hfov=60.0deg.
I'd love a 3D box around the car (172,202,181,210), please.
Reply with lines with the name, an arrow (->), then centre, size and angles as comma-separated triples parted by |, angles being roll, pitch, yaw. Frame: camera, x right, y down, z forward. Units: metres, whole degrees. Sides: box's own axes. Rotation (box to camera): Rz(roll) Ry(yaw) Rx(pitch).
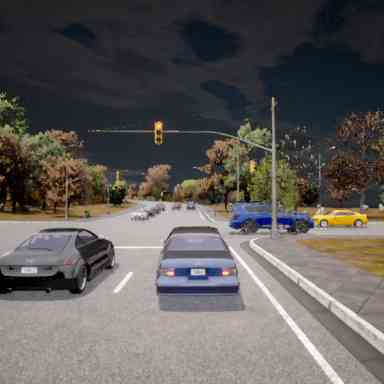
car -> -3.702, 3.482, 78.287 | 1.812, 1.442, 4.674 | 0, 0, 0

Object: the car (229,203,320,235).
car -> 5.260, 1.773, 22.367 | 5.566, 2.045, 2.150 | 0, -3, 0

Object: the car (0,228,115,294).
car -> -3.444, 1.665, 9.054 | 1.994, 1.385, 4.181 | 0, -1, 0

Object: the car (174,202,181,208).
car -> -3.845, 3.424, 88.263 | 1.837, 1.490, 4.892 | 0, 0, -4

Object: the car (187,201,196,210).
car -> -0.200, 3.307, 77.827 | 2.097, 1.767, 4.553 | 0, 0, 0

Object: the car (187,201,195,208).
car -> -0.321, 3.239, 88.005 | 1.882, 1.535, 5.008 | 0, 0, -4

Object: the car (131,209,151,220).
car -> -7.224, 3.143, 46.251 | 1.812, 1.442, 4.674 | 0, -2, 0

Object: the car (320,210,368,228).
car -> 12.965, 2.366, 29.674 | 5.008, 1.535, 1.882 | 0, -3, -2

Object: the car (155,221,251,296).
car -> 0.069, 1.647, 8.945 | 2.033, 1.411, 5.357 | 0, -1, -1

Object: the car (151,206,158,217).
car -> -7.231, 3.468, 55.271 | 1.895, 1.301, 4.718 | 0, -1, 0

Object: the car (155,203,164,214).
car -> -7.204, 3.533, 65.018 | 2.033, 1.411, 5.357 | 0, 0, 0
